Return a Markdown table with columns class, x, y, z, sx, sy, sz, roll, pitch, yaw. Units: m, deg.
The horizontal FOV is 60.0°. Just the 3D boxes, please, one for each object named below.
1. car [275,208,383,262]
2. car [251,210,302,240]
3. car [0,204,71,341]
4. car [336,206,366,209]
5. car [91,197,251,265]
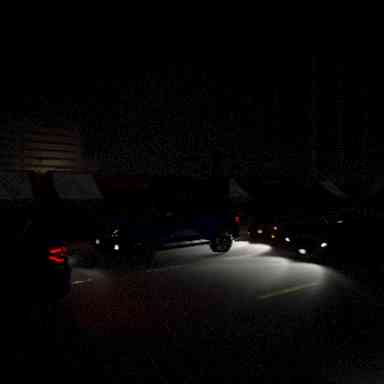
| class | x | y | z | sx | sy | sz | roll | pitch | yaw |
| --- | --- | --- | --- | --- | --- | --- | --- | --- | --- |
| car | 5.771 | 1.544 | 12.388 | 5.357 | 1.411 | 2.033 | 0 | 0 | -35 |
| car | 4.607 | 1.560 | 15.751 | 4.181 | 1.385 | 1.994 | 0 | 0 | -35 |
| car | -4.732 | 1.225 | 4.914 | 5.566 | 2.045 | 2.150 | 0 | 0 | -36 |
| car | 8.952 | 1.520 | 18.914 | 4.674 | 1.442 | 1.812 | 0 | 0 | -35 |
| car | -0.718 | 1.223 | 12.063 | 5.566 | 2.045 | 2.150 | 0 | 0 | -36 |
